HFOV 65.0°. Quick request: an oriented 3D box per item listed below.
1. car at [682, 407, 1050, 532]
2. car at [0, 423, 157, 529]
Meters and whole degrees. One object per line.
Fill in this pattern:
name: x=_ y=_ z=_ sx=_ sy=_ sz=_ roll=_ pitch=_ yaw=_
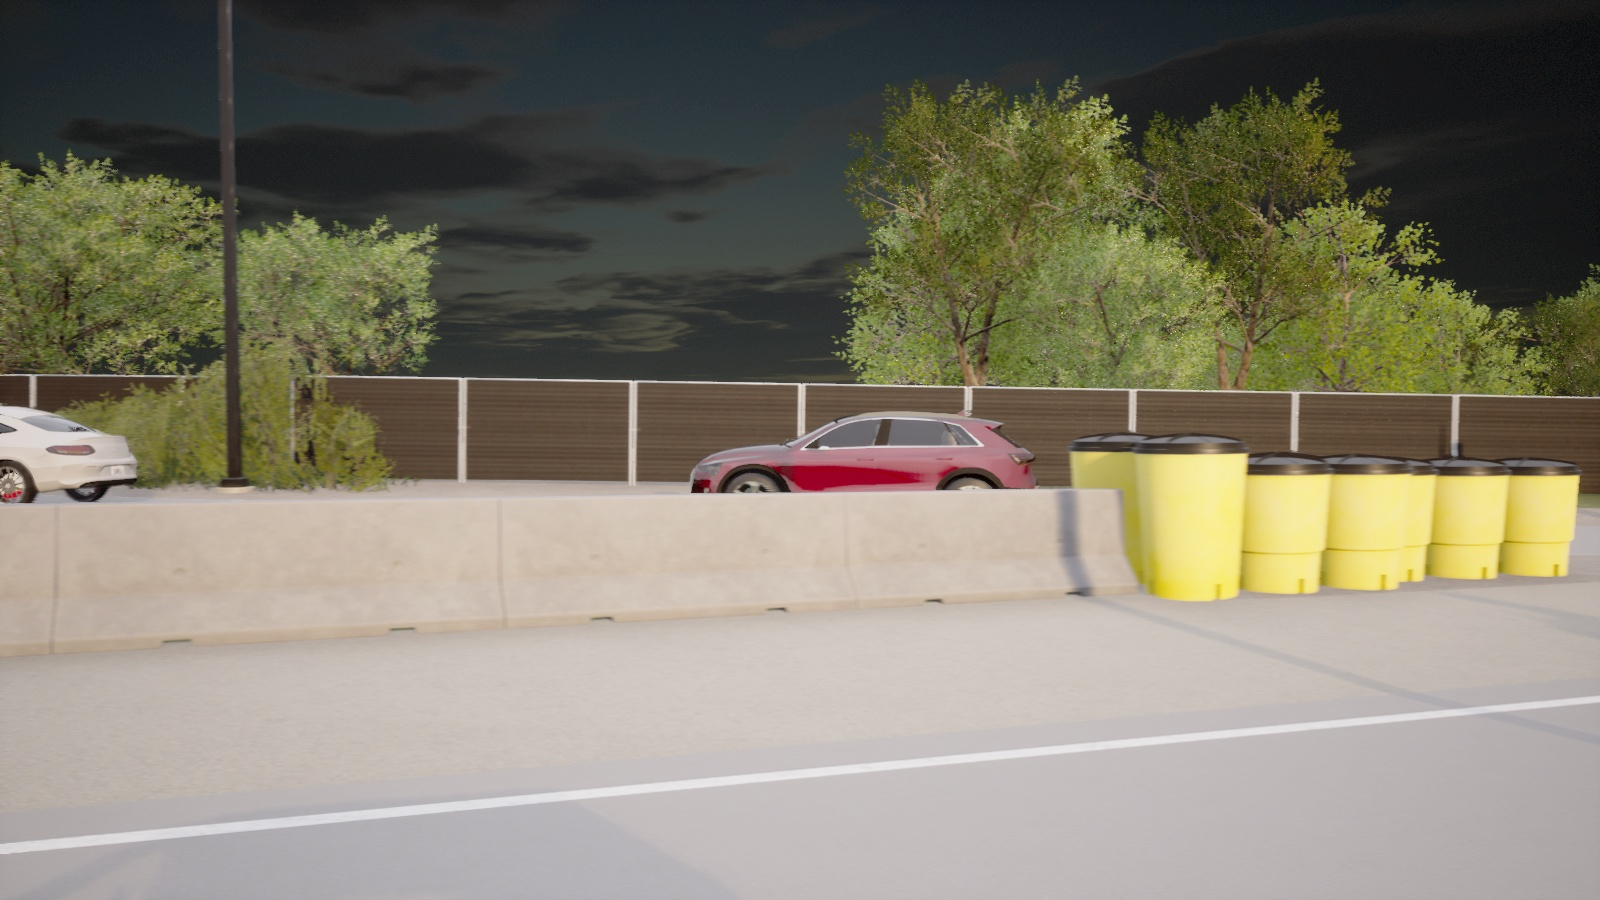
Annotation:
car: x=0.885 y=0.238 z=17.652 sx=4.856 sy=1.649 sz=2.033 roll=0 pitch=1 yaw=1
car: x=-12.187 y=0.338 z=18.379 sx=4.674 sy=1.442 sz=1.812 roll=0 pitch=2 yaw=5
